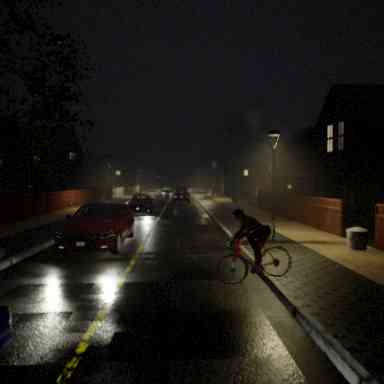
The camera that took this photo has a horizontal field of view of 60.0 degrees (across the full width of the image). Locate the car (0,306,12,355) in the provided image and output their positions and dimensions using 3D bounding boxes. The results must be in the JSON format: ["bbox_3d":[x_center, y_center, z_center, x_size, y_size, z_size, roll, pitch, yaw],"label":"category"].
[{"bbox_3d":[-2.859,1.558,1.449,1.895,1.301,4.718,0,2,-2],"label":"car"}]

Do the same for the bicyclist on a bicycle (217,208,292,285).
[{"bbox_3d":[1.265,1.135,7.150,1.656,1.620,0.582,-10,2,-2],"label":"bicyclist on a bicycle"}]

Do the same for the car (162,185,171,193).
[{"bbox_3d":[-5.184,-0.640,70.010,1.812,1.442,4.674,0,2,-2],"label":"car"}]

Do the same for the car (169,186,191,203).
[{"bbox_3d":[-1.117,0.443,35.710,2.033,1.411,5.357,0,2,-2],"label":"car"}]

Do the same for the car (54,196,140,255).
[{"bbox_3d":[-3.227,1.114,11.848,1.882,1.535,5.008,0,2,-2],"label":"car"}]

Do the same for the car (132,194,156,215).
[{"bbox_3d":[-3.635,0.837,23.640,1.994,1.385,4.181,0,2,-3],"label":"car"}]

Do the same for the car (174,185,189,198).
[{"bbox_3d":[-1.554,-0.130,47.997,2.097,1.767,4.553,0,2,-2],"label":"car"}]
